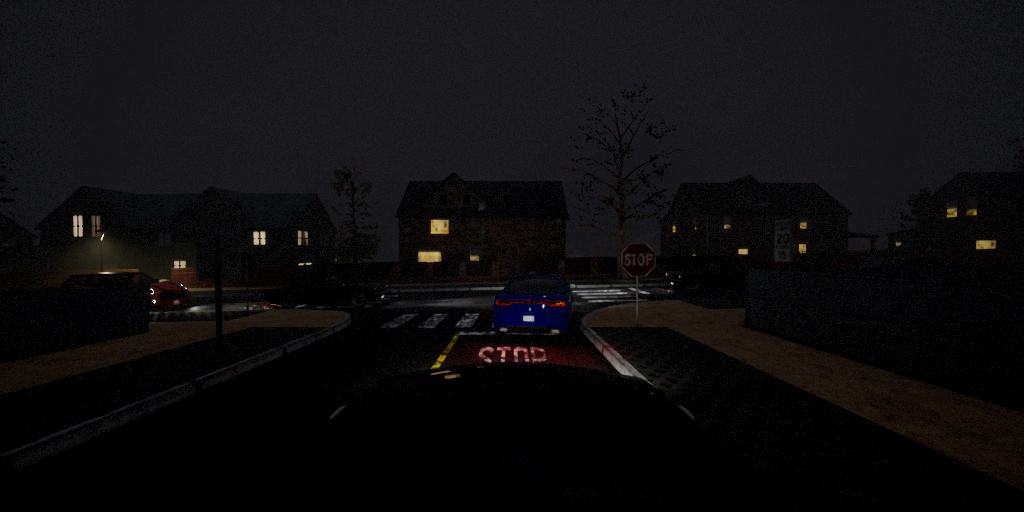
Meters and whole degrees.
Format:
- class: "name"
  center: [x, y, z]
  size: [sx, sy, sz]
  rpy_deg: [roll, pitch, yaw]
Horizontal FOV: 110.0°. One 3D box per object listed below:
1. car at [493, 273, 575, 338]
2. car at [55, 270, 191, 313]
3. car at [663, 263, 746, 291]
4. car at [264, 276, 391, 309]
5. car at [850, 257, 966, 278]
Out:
- class: "car"
  center: [0.787, 1.227, 10.331]
  size: [1.882, 1.535, 5.008]
  rpy_deg: [0, 0, 10]
- class: "car"
  center: [-16.798, 1.472, 15.533]
  size: [4.553, 1.767, 2.097]
  rpy_deg: [-1, 1, 0]
- class: "car"
  center: [10.412, 1.034, 18.465]
  size: [4.718, 1.301, 1.895]
  rpy_deg: [-1, 1, -1]
- class: "car"
  center: [-7.810, 1.506, 15.540]
  size: [4.718, 1.301, 1.895]
  rpy_deg: [-1, 1, 0]
- class: "car"
  center: [20.057, 0.754, 18.500]
  size: [5.357, 1.411, 2.033]
  rpy_deg: [-1, 1, 0]
